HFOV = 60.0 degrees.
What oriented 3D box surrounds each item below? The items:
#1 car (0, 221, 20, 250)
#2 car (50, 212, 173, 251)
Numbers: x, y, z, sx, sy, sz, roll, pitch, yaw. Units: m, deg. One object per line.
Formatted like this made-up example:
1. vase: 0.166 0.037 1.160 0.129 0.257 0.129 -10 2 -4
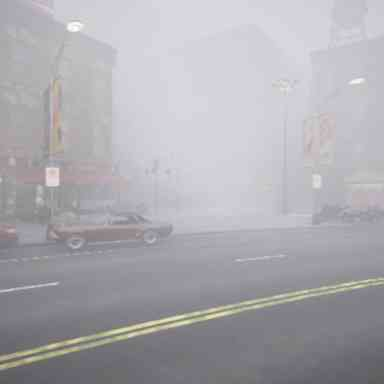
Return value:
1. car: -8.070 1.444 10.518 4.674 1.452 2.002 0 0 -36
2. car: -3.281 1.507 13.667 4.718 1.301 1.895 0 0 -26
